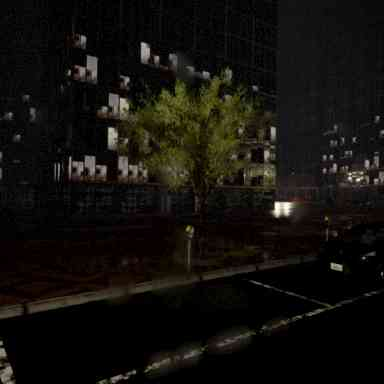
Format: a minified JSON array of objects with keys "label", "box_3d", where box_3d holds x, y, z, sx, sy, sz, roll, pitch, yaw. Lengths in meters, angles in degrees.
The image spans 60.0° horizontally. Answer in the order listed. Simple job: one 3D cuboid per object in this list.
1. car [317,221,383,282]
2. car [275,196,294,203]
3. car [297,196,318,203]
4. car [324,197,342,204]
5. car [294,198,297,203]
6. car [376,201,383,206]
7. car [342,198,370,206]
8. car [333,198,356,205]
[{"label":"car","box_3d":[5.562,1.574,9.827,4.313,1.339,1.947,0,1,-34]},{"label":"car","box_3d":[21.905,1.799,80.305,1.967,1.590,4.097,1,-1,-20]},{"label":"car","box_3d":[29.294,1.824,83.046,2.192,1.841,5.009,1,-1,-20]},{"label":"car","box_3d":[27.688,1.691,64.558,1.967,1.590,4.097,1,-1,-20]},{"label":"car","box_3d":[27.361,2.127,88.294,1.802,1.307,4.206,1,-1,-20]},{"label":"car","box_3d":[36.947,1.893,62.197,1.752,1.417,4.829,1,-1,-20]},{"label":"car","box_3d":[29.614,1.766,59.307,2.008,1.369,4.403,1,-1,-20]},{"label":"car","box_3d":[33.148,1.989,72.540,2.008,1.369,4.403,1,-1,-20]}]
